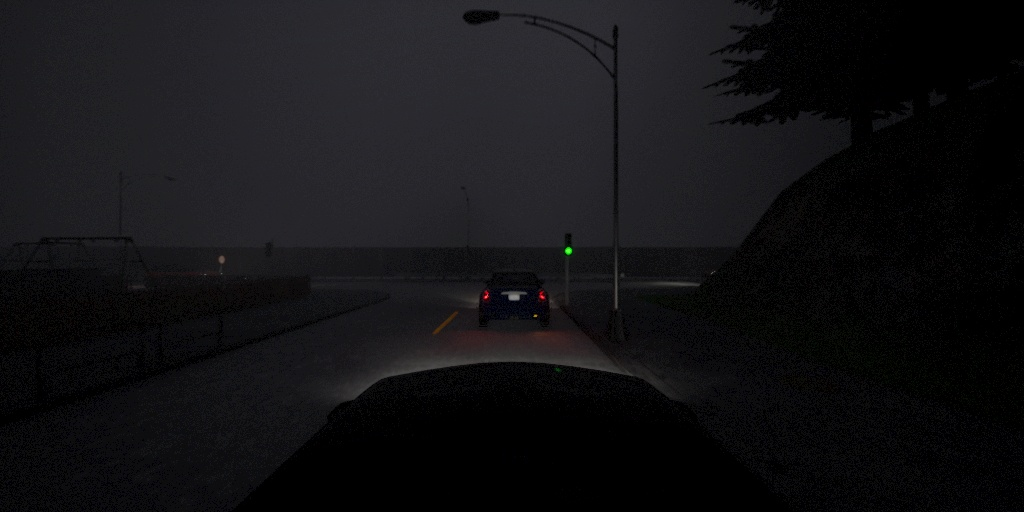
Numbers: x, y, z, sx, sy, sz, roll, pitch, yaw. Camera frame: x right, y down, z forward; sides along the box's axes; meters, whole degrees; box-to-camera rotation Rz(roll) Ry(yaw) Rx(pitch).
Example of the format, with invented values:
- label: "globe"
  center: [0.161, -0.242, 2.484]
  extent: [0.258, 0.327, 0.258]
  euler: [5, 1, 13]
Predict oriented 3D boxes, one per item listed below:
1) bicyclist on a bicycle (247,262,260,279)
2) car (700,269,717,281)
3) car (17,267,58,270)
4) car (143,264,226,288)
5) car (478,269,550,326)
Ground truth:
- label: "bicyclist on a bicycle"
  center: [-24.274, 1.415, 33.674]
  extent: [0.582, 1.620, 1.656]
  euler: [0, 0, 0]
- label: "car"
  center: [18.025, 1.376, 29.484]
  extent: [4.553, 1.767, 2.097]
  euler: [0, -1, 0]
- label: "car"
  center: [-33.057, 1.509, 25.278]
  extent: [4.674, 1.442, 1.812]
  euler: [0, -1, 0]
- label: "car"
  center: [-22.910, 1.335, 25.277]
  extent: [4.553, 1.767, 2.097]
  euler: [0, -1, 0]
- label: "car"
  center: [0.075, 1.206, 12.219]
  extent: [2.097, 1.767, 4.553]
  euler: [0, -1, 0]
